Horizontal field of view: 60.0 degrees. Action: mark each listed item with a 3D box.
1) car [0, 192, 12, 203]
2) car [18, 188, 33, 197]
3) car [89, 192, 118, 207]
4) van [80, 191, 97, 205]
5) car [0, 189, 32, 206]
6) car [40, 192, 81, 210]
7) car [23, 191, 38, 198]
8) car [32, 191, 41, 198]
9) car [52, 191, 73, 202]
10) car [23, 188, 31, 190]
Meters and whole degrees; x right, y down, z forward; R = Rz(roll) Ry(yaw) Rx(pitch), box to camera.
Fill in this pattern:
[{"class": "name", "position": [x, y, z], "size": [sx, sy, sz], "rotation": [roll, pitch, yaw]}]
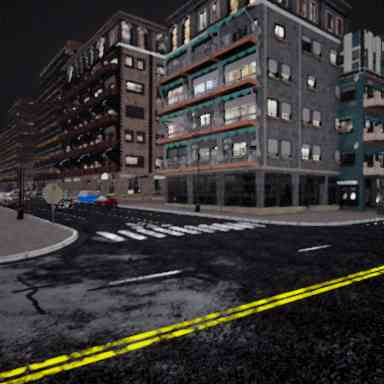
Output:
[{"class": "car", "position": [-26.986, 0.730, 47.030], "size": [2.008, 1.369, 4.403], "rotation": [1, 0, -37]}, {"class": "car", "position": [-37.341, 0.109, 74.435], "size": [2.192, 1.841, 5.009], "rotation": [1, 0, -37]}, {"class": "car", "position": [-9.991, 1.052, 38.701], "size": [1.802, 1.307, 4.206], "rotation": [1, 0, -37]}, {"class": "van", "position": [-13.435, 0.727, 43.145], "size": [1.690, 1.788, 3.998], "rotation": [1, 0, -37]}, {"class": "car", "position": [-20.188, 0.788, 38.067], "size": [1.967, 1.590, 4.097], "rotation": [1, 0, -37]}, {"class": "car", "position": [-13.203, 0.972, 33.216], "size": [2.128, 1.511, 4.902], "rotation": [0, 1, -37]}, {"class": "car", "position": [-33.935, 0.429, 69.962], "size": [2.008, 1.369, 4.403], "rotation": [1, 0, -37]}, {"class": "car", "position": [-30.524, 0.513, 65.489], "size": [2.008, 1.369, 4.403], "rotation": [1, 0, -37]}, {"class": "car", "position": [-20.286, 0.657, 52.070], "size": [1.967, 1.590, 4.097], "rotation": [1, 0, -37]}, {"class": "car", "position": [-26.364, 0.503, 50.626], "size": [2.097, 1.767, 4.553], "rotation": [0, 1, -37]}]
